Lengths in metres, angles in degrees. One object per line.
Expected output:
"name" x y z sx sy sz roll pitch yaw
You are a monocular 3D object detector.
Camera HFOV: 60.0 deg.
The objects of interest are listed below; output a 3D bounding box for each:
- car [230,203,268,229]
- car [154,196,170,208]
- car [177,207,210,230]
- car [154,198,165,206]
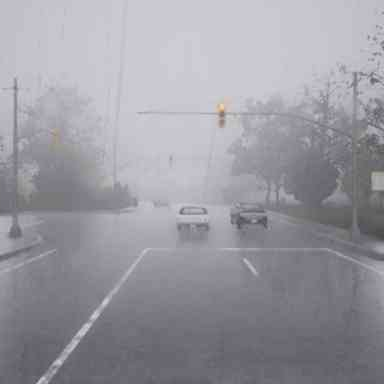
"car" 3.582 1.453 21.553 2.128 1.511 4.902 0 0 0
"car" -4.401 1.408 48.972 2.097 1.767 4.553 0 -1 -5
"car" 0.082 1.564 20.567 1.895 1.301 4.718 0 0 0
"car" -6.365 1.844 64.591 1.837 1.490 4.892 0 -1 -10
